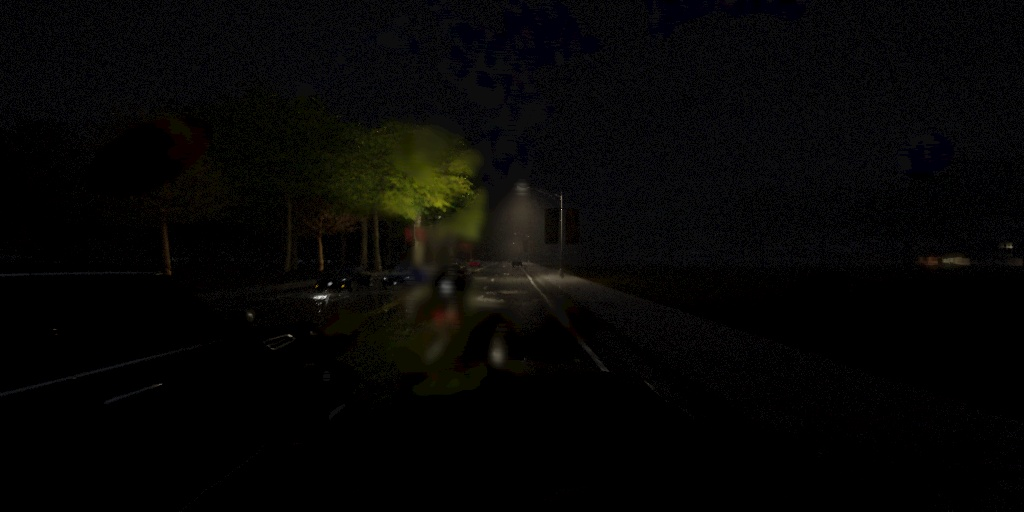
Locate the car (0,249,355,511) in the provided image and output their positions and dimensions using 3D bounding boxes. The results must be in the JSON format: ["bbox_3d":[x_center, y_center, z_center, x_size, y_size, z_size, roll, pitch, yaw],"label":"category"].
[{"bbox_3d":[-3.150,0.971,1.893,2.150,2.045,5.566,0,0,0],"label":"car"}]

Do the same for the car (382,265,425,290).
[{"bbox_3d":[-6.603,1.277,22.682,1.812,1.442,4.674,0,0,0],"label":"car"}]

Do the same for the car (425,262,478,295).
[{"bbox_3d":[-3.151,1.256,19.653,1.837,1.490,4.892,0,0,0],"label":"car"}]

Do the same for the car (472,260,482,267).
[{"bbox_3d":[-6.512,1.383,64.462,1.895,1.301,4.718,0,0,0],"label":"car"}]

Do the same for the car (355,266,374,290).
[{"bbox_3d":[-9.848,1.315,21.383,1.994,1.385,4.181,0,0,0],"label":"car"}]

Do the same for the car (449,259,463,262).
[{"bbox_3d":[-9.781,1.258,62.644,1.882,1.535,5.008,0,0,1],"label":"car"}]
